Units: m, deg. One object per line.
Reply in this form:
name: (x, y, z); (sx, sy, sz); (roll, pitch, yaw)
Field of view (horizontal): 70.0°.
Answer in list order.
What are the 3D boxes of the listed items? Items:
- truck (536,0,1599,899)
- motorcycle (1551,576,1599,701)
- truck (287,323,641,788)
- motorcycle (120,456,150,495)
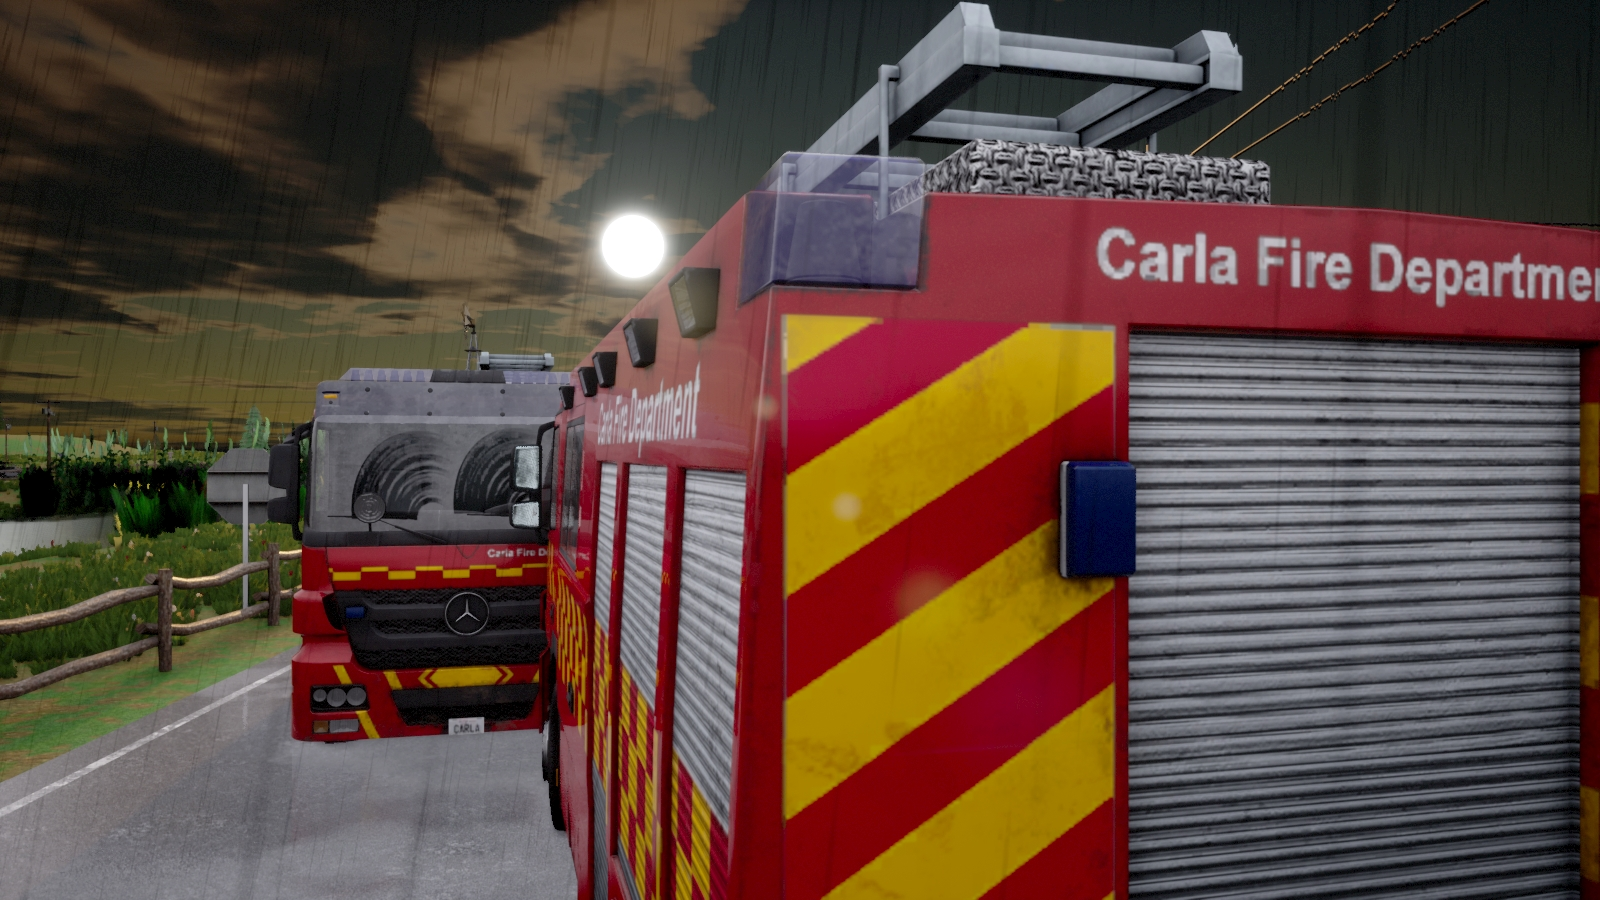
truck: (0.062, 0.867, 6.872); (2.891, 3.827, 8.468); (0, 0, -15)
motorcycle: (9.778, 2.142, 13.111); (1.805, 1.316, 0.856); (0, 0, -7)
truck: (-3.918, 0.862, 13.850); (2.891, 3.827, 8.468); (0, 0, -15)
motorcycle: (-41.373, 1.577, 71.138); (0.803, 2.348, 2.033); (0, 0, -4)
